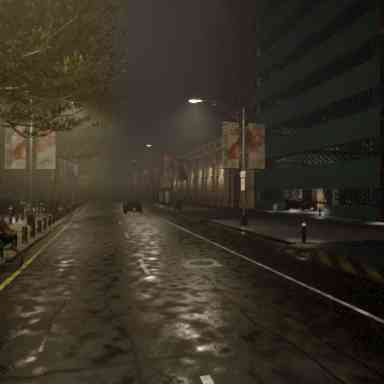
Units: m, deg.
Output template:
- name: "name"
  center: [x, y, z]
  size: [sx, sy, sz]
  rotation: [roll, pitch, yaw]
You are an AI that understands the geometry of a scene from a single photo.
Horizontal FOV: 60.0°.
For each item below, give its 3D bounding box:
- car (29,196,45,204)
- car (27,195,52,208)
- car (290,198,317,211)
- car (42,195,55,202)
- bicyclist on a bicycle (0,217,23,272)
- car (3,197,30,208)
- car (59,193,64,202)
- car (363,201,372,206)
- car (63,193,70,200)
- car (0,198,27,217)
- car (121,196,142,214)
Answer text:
- name: "car"
  center: [-29.347, 1.478, 62.932]
  size: [1.882, 1.535, 5.008]
  rotation: [0, 0, -15]
- name: "car"
  center: [-21.506, 1.506, 46.835]
  size: [1.837, 1.490, 4.892]
  rotation: [0, 0, -15]
- name: "car"
  center: [12.612, 1.413, 38.948]
  size: [2.161, 1.482, 4.786]
  rotation: [0, 0, -15]
- name: "car"
  center: [-33.046, 1.525, 76.729]
  size: [2.128, 1.511, 4.902]
  rotation: [0, 0, -15]
- name: "bicyclist on a bicycle"
  center: [-5.503, 1.364, 9.289]
  size: [1.656, 1.620, 0.582]
  rotation: [13, -3, -13]
- name: "car"
  center: [-25.828, 1.548, 49.063]
  size: [2.033, 1.411, 5.357]
  rotation: [0, 0, -11]
- name: "car"
  center: [-25.477, 1.477, 61.933]
  size: [1.882, 1.535, 5.008]
  rotation: [0, 0, -14]
- name: "car"
  center: [23.922, 1.463, 41.564]
  size: [1.895, 1.301, 4.718]
  rotation: [0, 0, -15]
- name: "car"
  center: [-29.477, 1.225, 76.933]
  size: [2.150, 2.045, 5.566]
  rotation: [0, 0, -15]
- name: "car"
  center: [-17.259, 1.352, 30.972]
  size: [2.097, 1.767, 4.553]
  rotation: [0, 0, -15]
- name: "car"
  center: [-6.442, 1.525, 35.769]
  size: [1.812, 1.442, 4.674]
  rotation: [0, 0, -15]
